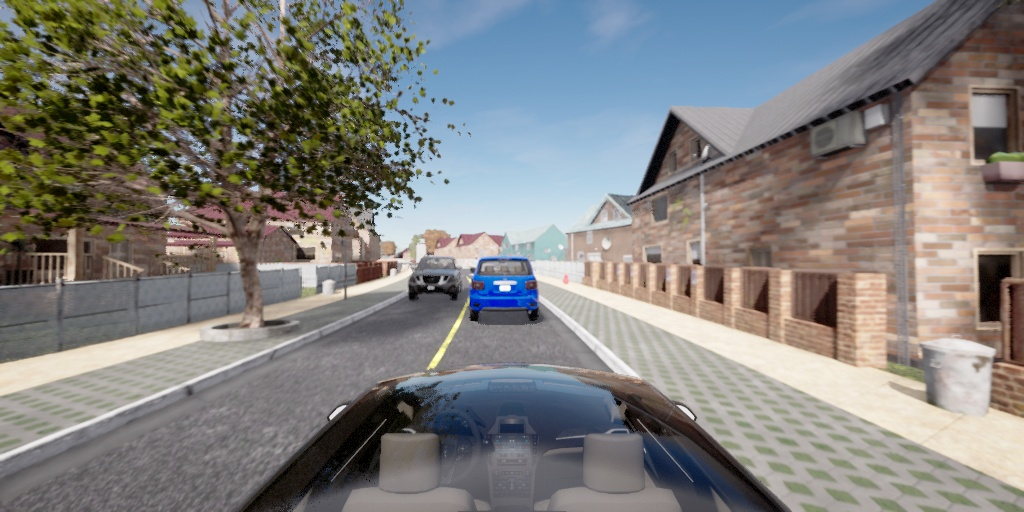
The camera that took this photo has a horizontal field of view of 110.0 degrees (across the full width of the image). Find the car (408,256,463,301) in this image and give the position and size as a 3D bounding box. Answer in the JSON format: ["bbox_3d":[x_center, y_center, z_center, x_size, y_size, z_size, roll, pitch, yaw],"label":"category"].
[{"bbox_3d":[-3.661,1.005,17.932,2.150,2.045,5.566,0,0,-5],"label":"car"}]

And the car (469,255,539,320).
[{"bbox_3d":[-0.345,0.999,12.893,2.150,2.045,5.566,0,0,-3],"label":"car"}]
